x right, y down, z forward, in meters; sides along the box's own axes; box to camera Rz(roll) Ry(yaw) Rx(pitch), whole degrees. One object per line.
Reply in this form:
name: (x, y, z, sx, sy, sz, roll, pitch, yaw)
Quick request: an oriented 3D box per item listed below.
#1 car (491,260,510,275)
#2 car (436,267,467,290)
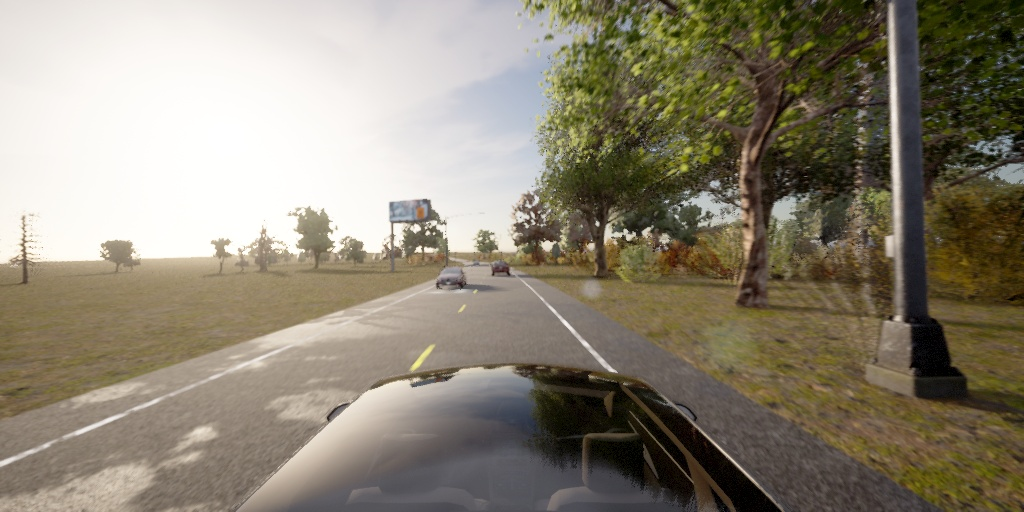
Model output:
car: (-1.403, 1.358, 43.448, 2.097, 1.767, 4.553, -1, 0, -3)
car: (-4.239, 1.516, 25.628, 1.812, 1.442, 4.674, -1, 0, -2)
